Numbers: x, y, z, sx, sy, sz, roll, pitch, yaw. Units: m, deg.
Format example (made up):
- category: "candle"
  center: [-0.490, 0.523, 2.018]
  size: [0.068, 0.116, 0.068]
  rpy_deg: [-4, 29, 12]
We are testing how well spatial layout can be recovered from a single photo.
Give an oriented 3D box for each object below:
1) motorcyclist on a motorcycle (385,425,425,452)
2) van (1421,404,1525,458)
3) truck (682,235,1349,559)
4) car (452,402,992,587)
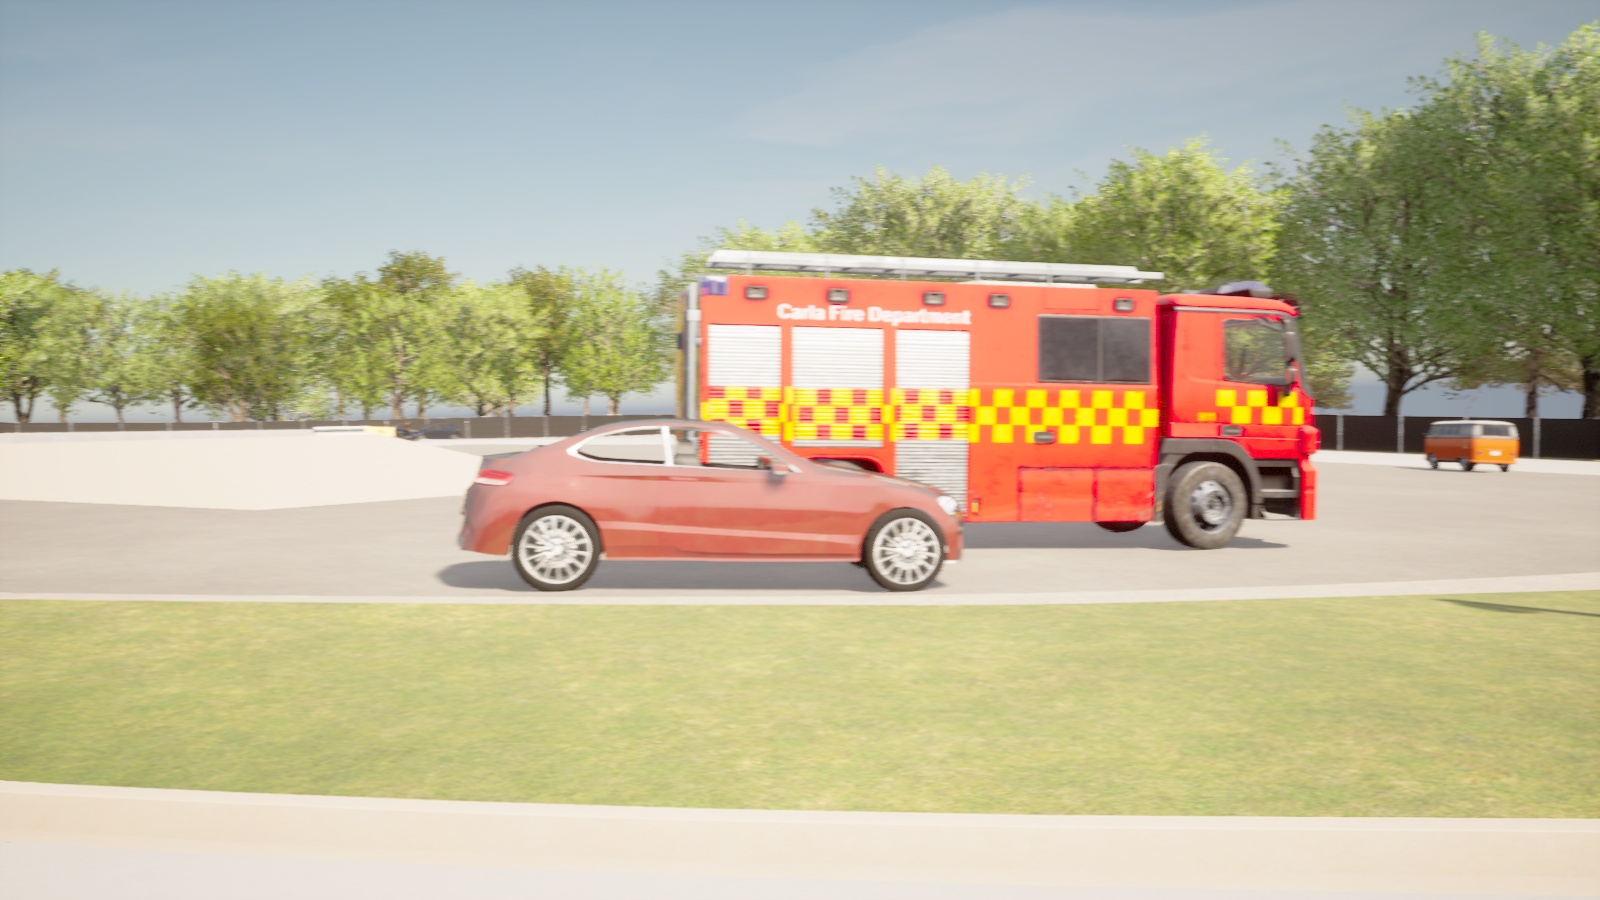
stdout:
- category: "motorcyclist on a motorcycle"
  center: [-25.702, -0.738, 81.685]
  size: [2.350, 1.649, 0.766]
  rpy_deg: [1, -1, -30]
- category: "van"
  center: [26.378, -0.736, 49.407]
  size: [1.775, 1.987, 4.442]
  rpy_deg: [1, 1, 2]
- category: "truck"
  center: [2.799, -0.716, 17.127]
  size: [8.468, 3.827, 2.891]
  rpy_deg: [-1, 2, -12]
- category: "car"
  center: [-0.787, 0.372, 12.797]
  size: [5.027, 1.651, 2.152]
  rpy_deg: [-1, 1, -7]
